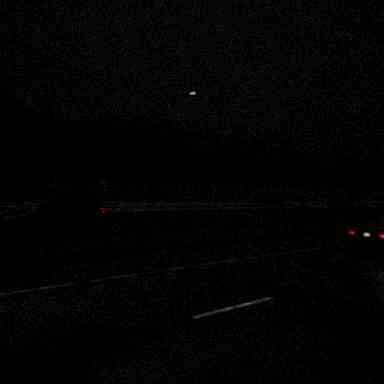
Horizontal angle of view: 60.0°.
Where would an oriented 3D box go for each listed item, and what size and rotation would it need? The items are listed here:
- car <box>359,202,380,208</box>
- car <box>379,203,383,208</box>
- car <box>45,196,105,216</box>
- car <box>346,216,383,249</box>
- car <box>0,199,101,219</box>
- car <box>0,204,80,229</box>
[{"bbox_3d":[25.806,2.180,46.901,5.357,1.411,2.033,1,-1,-33],"label":"car"},{"bbox_3d":[27.031,2.222,43.528,4.718,1.301,1.895,1,-1,-33],"label":"car"},{"bbox_3d":[-7.972,1.264,19.771,5.566,2.045,2.150,1,0,-35],"label":"car"},{"bbox_3d":[8.733,1.713,14.124,5.357,1.411,2.033,1,0,-35],"label":"car"},{"bbox_3d":[-7.113,1.381,16.088,4.553,1.767,2.097,1,0,-35],"label":"car"},{"bbox_3d":[-10.201,1.565,22.479,4.674,1.442,1.812,1,0,-35],"label":"car"}]
